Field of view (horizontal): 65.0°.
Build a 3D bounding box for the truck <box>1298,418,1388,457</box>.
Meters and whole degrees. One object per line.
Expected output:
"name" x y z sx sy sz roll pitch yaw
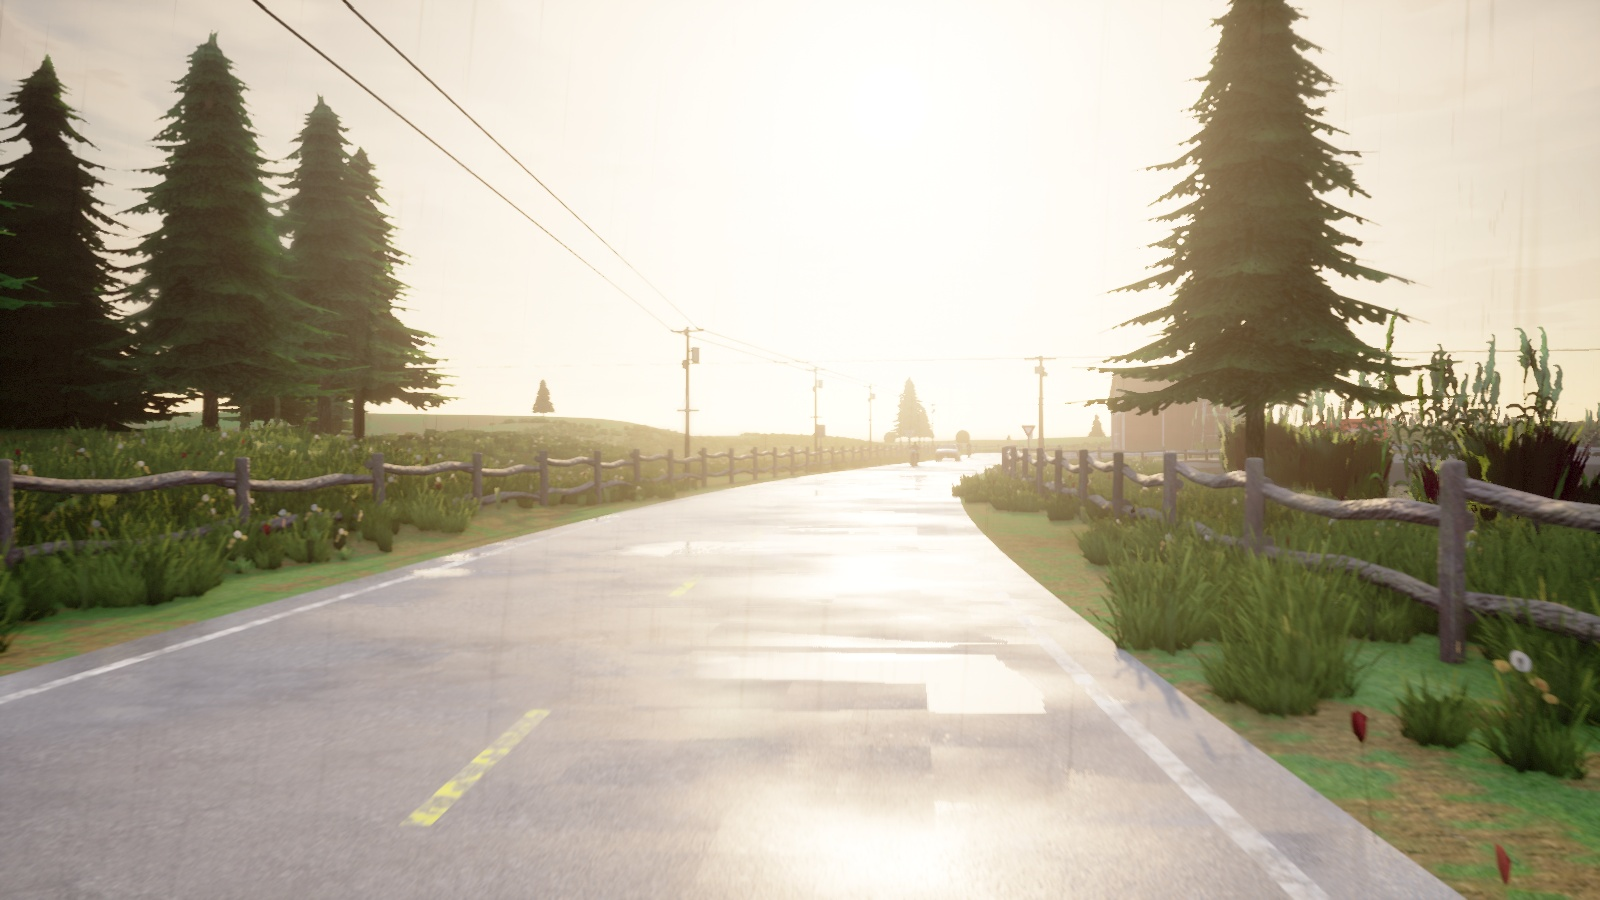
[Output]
"truck" 36.989 -0.841 85.753 5.204 2.467 2.627 -1 0 13
